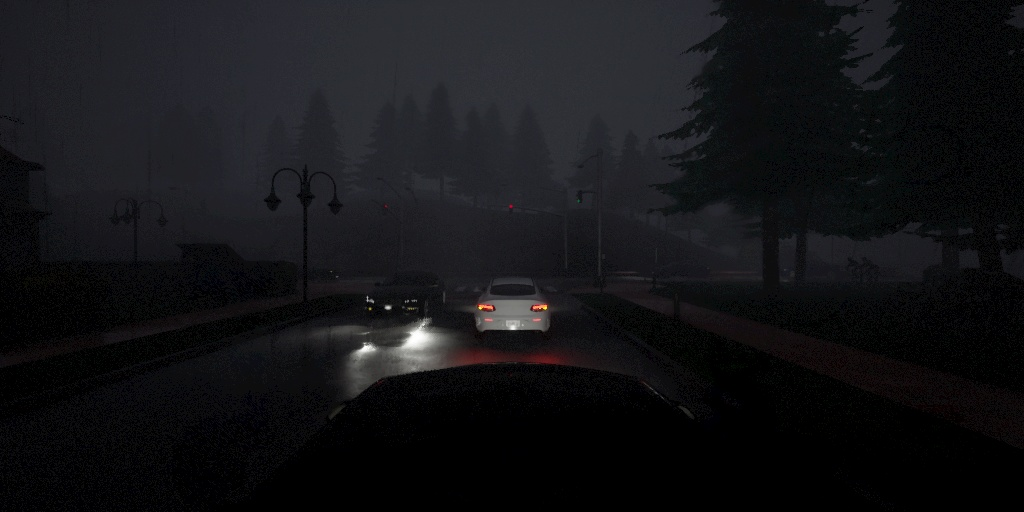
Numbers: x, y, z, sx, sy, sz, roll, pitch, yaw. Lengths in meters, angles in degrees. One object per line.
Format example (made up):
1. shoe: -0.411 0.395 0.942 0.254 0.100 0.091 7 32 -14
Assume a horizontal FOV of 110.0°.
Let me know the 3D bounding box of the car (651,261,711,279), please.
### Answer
1. car: 14.055 1.113 29.889 4.674 1.442 1.812 0 0 -1

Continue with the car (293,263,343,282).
1. car: -14.894 1.188 25.988 4.718 1.301 1.895 0 0 0

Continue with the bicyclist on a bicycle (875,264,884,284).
1. bicyclist on a bicycle: 21.774 0.892 21.981 0.582 1.620 1.656 0 0 -14

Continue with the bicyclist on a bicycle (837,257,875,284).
1. bicyclist on a bicycle: 21.127 0.891 22.240 0.582 1.620 1.656 0 0 -16

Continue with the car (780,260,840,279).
1. car: 24.376 1.065 29.928 5.008 1.535 1.882 0 0 0

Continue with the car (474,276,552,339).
1. car: 0.020 1.276 9.955 1.812 1.442 4.674 0 0 0

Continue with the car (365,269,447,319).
1. car: -3.595 1.255 12.895 1.837 1.490 4.892 0 0 0
